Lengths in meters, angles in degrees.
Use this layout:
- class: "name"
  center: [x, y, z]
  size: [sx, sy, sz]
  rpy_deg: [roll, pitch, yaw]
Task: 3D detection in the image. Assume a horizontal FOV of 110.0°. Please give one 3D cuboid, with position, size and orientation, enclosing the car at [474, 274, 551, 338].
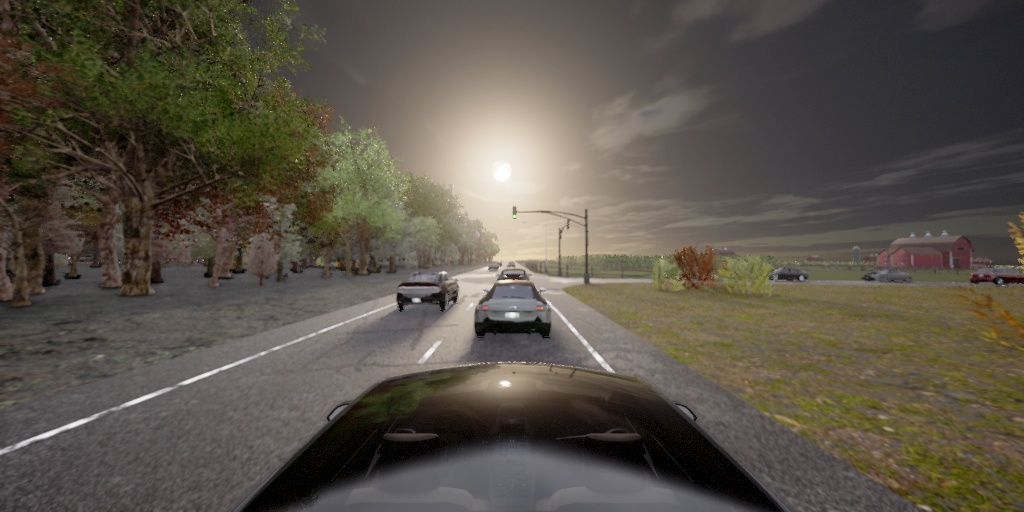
- class: "car"
  center: [0.074, 1.406, 10.586]
  size: [1.994, 1.385, 4.181]
  rpy_deg: [0, -1, 2]

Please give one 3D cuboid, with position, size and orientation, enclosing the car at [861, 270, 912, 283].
- class: "car"
  center: [40.979, 2.202, 39.314]
  size: [4.181, 1.385, 1.994]
  rpy_deg: [1, -2, 1]

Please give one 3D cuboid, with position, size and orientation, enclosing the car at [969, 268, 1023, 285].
- class: "car"
  center: [48.860, 1.980, 35.713]
  size: [4.553, 1.767, 2.097]
  rpy_deg: [1, -2, 0]

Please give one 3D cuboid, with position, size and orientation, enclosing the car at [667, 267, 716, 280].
- class: "car"
  center: [19.403, 1.951, 39.402]
  size: [5.357, 1.411, 2.033]
  rpy_deg: [1, -2, 0]

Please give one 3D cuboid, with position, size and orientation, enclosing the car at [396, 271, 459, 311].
- class: "car"
  center: [-3.416, 1.382, 15.242]
  size: [2.128, 1.511, 4.902]
  rpy_deg: [0, -1, 0]

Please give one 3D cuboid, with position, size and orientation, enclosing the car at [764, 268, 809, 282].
- class: "car"
  center: [29.699, 2.021, 39.371]
  size: [4.892, 1.490, 1.837]
  rpy_deg: [1, -2, 0]

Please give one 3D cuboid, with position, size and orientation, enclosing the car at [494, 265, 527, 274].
- class: "car"
  center: [0.120, 1.455, 20.974]
  size: [1.837, 1.490, 4.892]
  rpy_deg: [0, -1, 1]
